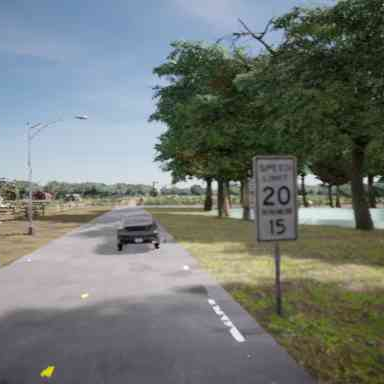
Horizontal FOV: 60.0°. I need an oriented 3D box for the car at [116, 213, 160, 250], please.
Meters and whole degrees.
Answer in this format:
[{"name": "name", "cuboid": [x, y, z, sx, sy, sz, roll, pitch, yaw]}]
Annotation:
[{"name": "car", "cuboid": [-2.617, 1.801, 16.197, 1.837, 1.490, 4.892, -2, -1, -10]}]
